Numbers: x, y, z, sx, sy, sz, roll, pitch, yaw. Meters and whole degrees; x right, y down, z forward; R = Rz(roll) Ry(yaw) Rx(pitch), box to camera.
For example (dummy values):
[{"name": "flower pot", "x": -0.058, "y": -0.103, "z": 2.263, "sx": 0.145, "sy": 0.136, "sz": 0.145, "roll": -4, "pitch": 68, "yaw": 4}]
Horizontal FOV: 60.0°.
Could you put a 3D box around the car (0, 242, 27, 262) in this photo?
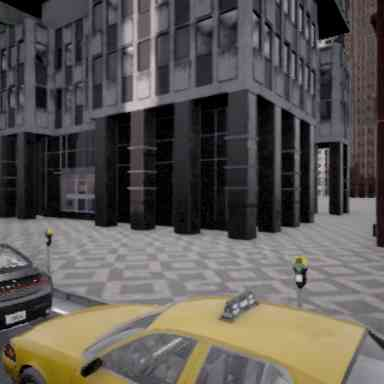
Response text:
[{"name": "car", "x": -4.279, "y": 1.551, "z": 6.014, "sx": 4.403, "sy": 1.369, "sz": 2.008, "roll": 0, "pitch": 0, "yaw": 36}]

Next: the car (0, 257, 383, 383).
[{"name": "car", "x": 0.171, "y": 1.525, "z": 2.839, "sx": 4.829, "sy": 1.417, "sz": 1.752, "roll": 0, "pitch": 0, "yaw": 36}]
